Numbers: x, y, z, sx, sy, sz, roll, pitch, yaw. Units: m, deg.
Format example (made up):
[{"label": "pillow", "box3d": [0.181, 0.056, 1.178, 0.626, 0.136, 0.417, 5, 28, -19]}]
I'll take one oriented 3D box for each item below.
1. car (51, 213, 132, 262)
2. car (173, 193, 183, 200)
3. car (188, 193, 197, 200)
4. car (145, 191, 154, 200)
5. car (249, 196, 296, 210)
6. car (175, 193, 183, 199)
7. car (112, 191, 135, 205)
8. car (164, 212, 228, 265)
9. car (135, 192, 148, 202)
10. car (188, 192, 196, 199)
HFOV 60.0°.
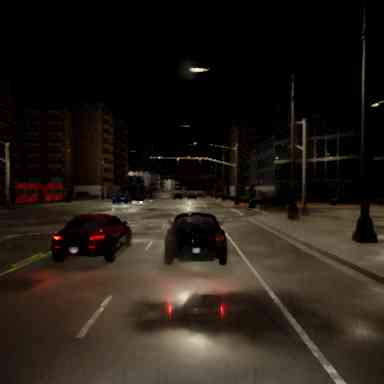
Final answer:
[{"label": "car", "box3d": [-3.396, 1.484, 11.893, 1.812, 1.442, 4.674, 0, 0, 0]}, {"label": "car", "box3d": [-3.457, 1.150, 78.832, 1.812, 1.442, 4.674, 0, 0, 0]}, {"label": "car", "box3d": [0.043, 0.983, 78.800, 2.097, 1.767, 4.553, 0, 0, 0]}, {"label": "car", "box3d": [-10.456, 0.762, 80.546, 2.150, 2.045, 5.566, 0, 0, 0]}, {"label": "car", "box3d": [8.687, 1.167, 36.227, 5.008, 1.535, 1.882, 0, 1, 2]}, {"label": "car", "box3d": [-3.451, 1.071, 88.834, 1.837, 1.490, 4.892, 0, 0, 0]}, {"label": "car", "box3d": [-10.543, 0.825, 50.411, 2.150, 2.045, 5.566, 0, 1, 0]}, {"label": "car", "box3d": [0.113, 1.441, 11.688, 1.882, 1.535, 5.008, 0, 1, 0]}, {"label": "car", "box3d": [-10.464, 1.207, 65.687, 1.895, 1.301, 4.718, 0, 0, 0]}, {"label": "car", "box3d": [0.049, 0.928, 88.802, 2.097, 1.767, 4.553, 0, 0, 0]}]
